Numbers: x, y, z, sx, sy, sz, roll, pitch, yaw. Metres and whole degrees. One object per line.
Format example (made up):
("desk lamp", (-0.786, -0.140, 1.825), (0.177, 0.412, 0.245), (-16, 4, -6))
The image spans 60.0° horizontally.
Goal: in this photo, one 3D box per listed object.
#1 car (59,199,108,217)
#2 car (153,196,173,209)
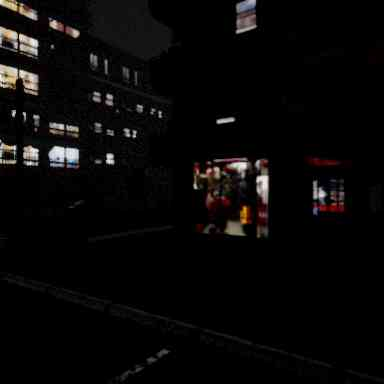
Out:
("car", (-9.191, 1.305, 28.550), (1.947, 1.339, 4.313), (1, 1, 35))
("car", (-2.556, 1.123, 37.729), (1.947, 1.339, 4.313), (1, 1, 35))
